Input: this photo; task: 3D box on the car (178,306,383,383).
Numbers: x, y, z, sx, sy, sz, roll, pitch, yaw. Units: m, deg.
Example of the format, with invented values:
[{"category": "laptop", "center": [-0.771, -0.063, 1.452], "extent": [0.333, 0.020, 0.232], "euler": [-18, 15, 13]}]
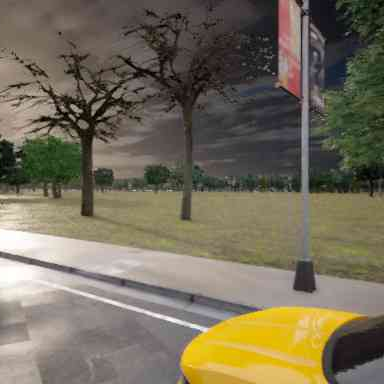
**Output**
[{"category": "car", "center": [2.156, 1.481, 2.024], "extent": [5.008, 1.535, 1.882], "euler": [0, 0, 35]}]
